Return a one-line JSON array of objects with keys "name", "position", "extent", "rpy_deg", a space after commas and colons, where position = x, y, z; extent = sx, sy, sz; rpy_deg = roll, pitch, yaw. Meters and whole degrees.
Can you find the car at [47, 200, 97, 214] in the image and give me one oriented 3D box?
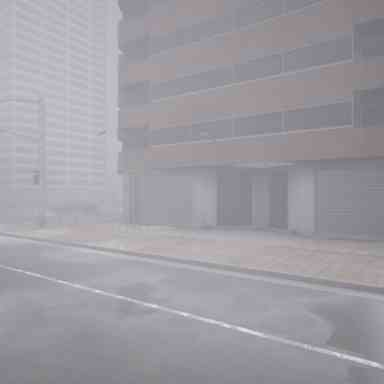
[{"name": "car", "position": [-12.967, 1.547, 36.498], "extent": [2.033, 1.411, 5.357], "rpy_deg": [0, 0, 35]}]
